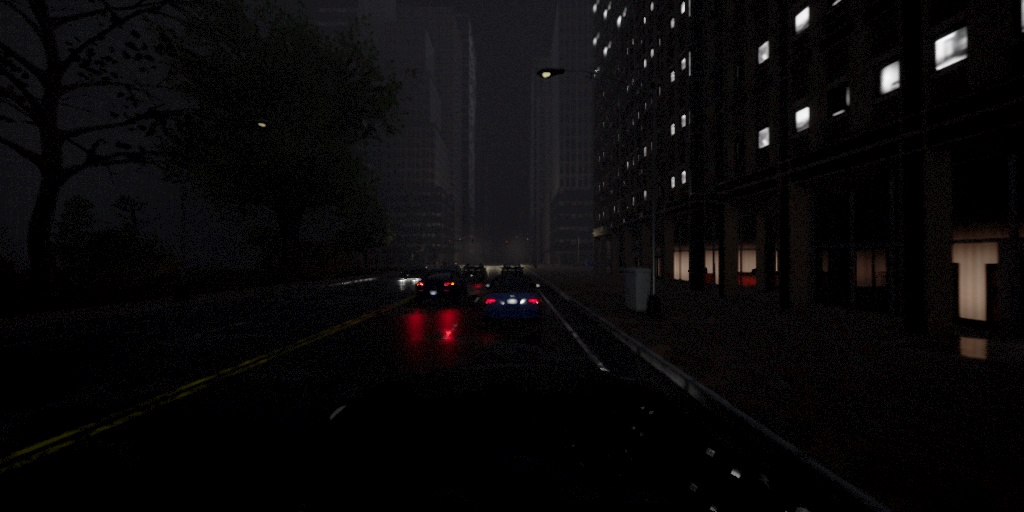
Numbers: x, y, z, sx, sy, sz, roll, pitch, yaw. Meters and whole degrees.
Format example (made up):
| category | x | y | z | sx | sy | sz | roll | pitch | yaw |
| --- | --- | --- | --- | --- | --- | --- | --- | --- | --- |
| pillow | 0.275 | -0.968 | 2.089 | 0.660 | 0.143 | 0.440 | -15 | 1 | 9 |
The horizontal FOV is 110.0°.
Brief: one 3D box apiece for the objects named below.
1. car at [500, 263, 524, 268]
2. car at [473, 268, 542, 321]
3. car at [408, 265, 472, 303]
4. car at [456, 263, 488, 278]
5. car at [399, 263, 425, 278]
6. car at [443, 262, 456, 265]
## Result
| category | x | y | z | sx | sy | sz | roll | pitch | yaw |
| --- | --- | --- | --- | --- | --- | --- | --- | --- | --- |
| car | 0.020 | 1.367 | 31.321 | 2.128 | 1.511 | 4.902 | 0 | 0 | 0 |
| car | 0.026 | 1.334 | 12.596 | 2.033 | 1.411 | 5.357 | 0 | 0 | 0 |
| car | -3.203 | 1.329 | 16.946 | 1.812 | 1.442 | 4.674 | 0 | 0 | 0 |
| car | -3.230 | 1.367 | 31.310 | 2.128 | 1.511 | 4.902 | 0 | 0 | 0 |
| car | -9.920 | 1.454 | 36.703 | 2.033 | 1.411 | 5.357 | 0 | 0 | 0 |
| car | -6.670 | 1.406 | 38.127 | 2.128 | 1.511 | 4.902 | 0 | 0 | -1 |
